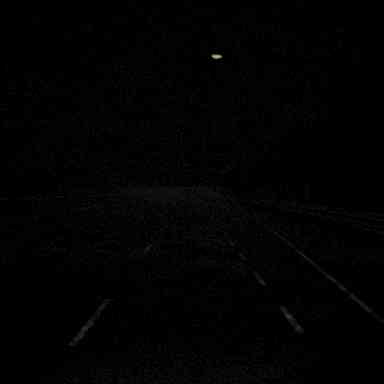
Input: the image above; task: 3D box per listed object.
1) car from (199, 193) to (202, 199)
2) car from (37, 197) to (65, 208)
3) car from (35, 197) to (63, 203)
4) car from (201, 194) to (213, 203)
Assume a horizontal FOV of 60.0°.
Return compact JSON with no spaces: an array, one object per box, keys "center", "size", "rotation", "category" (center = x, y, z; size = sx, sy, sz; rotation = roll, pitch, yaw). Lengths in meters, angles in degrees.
[{"center":[3.490,1.566,87.659],"size":[1.895,1.301,4.718],"rotation":[0,0,0],"category":"car"},{"center":[-21.021,1.509,49.829],"size":[2.128,1.511,4.902],"rotation":[0,0,0],"category":"car"},{"center":[-17.586,1.559,39.749],"size":[2.033,1.411,5.357],"rotation":[0,0,0],"category":"car"},{"center":[3.492,1.528,71.130],"size":[1.812,1.442,4.674],"rotation":[0,0,0],"category":"car"}]
